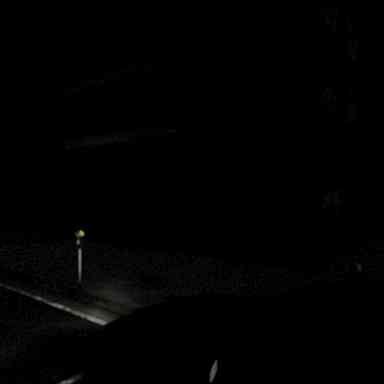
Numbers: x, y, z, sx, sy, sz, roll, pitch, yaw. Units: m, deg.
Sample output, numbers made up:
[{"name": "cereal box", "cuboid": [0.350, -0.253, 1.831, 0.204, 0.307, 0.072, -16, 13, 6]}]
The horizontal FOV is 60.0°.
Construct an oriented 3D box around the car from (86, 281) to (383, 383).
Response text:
[{"name": "car", "cuboid": [1.218, 1.480, 2.506, 5.008, 1.535, 1.882, 0, 0, 38]}]
